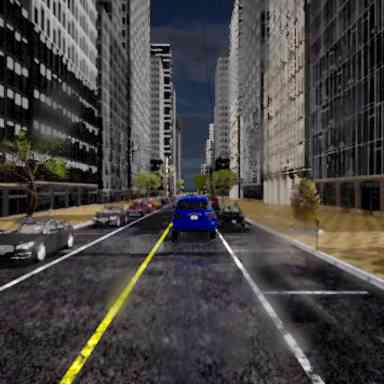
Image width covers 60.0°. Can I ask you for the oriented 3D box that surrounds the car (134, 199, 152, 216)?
[{"bbox_3d":[-5.688,1.741,34.876,1.802,1.307,4.206,-1,0,0],"label":"car"}]

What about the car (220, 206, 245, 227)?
[{"bbox_3d":[2.689,1.659,23.506,2.008,1.369,4.403,-1,0,0],"label":"car"}]

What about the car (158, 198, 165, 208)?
[{"bbox_3d":[-5.683,1.761,51.757,1.752,1.417,4.829,-1,0,0],"label":"car"}]

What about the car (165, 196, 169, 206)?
[{"bbox_3d":[-5.680,1.852,63.294,1.947,1.339,4.313,-1,0,0],"label":"car"}]

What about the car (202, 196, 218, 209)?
[{"bbox_3d":[2.695,1.551,51.926,2.192,1.841,5.009,-1,0,0],"label":"car"}]

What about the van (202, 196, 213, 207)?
[{"bbox_3d":[2.697,1.603,57.609,1.690,1.788,3.998,-1,0,0],"label":"van"}]

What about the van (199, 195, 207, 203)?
[{"bbox_3d":[2.704,1.702,80.343,1.690,1.788,3.998,-1,0,0],"label":"van"}]

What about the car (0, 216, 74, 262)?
[{"bbox_3d":[-5.695,1.607,12.142,2.008,1.369,4.403,-1,0,0],"label":"car"}]

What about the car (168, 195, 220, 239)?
[{"bbox_3d":[0.106,1.305,18.113,2.150,2.045,5.566,0,0,0],"label":"car"}]

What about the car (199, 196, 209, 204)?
[{"bbox_3d":[2.703,1.776,74.659,1.967,1.590,4.097,-1,0,0],"label":"car"}]

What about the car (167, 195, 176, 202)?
[{"bbox_3d":[-5.674,1.725,91.713,2.192,1.841,5.009,-1,0,0],"label":"car"}]

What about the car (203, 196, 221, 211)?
[{"bbox_3d":[2.693,1.526,46.242,2.192,1.841,5.009,-1,0,0],"label":"car"}]

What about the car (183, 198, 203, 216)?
[{"bbox_3d":[0.113,1.517,36.087,2.097,1.767,4.553,0,0,0],"label":"car"}]

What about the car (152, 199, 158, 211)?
[{"bbox_3d":[-5.687,1.625,40.560,1.967,1.590,4.097,-1,0,0],"label":"car"}]

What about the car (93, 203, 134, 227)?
[{"bbox_3d":[-5.691,1.659,23.508,2.008,1.369,4.403,-1,0,0],"label":"car"}]

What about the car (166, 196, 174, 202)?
[{"bbox_3d":[-5.674,1.825,86.029,1.967,1.590,4.097,-1,0,0],"label":"car"}]
